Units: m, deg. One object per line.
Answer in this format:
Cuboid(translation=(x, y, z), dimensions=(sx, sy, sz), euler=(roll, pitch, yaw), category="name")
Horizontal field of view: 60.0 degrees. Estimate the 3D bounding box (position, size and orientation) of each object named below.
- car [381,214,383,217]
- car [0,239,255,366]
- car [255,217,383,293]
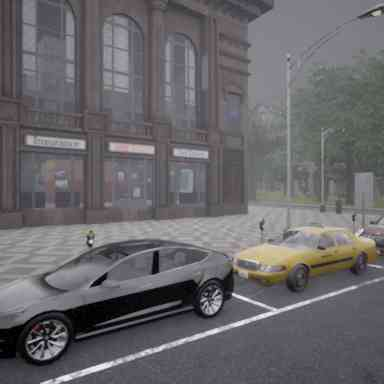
Cuboid(translation=(7.676, 1.436, 12.144), dimensions=(4.097, 1.590, 1.967), euler=(0, 0, -36), category="car")
Cuboid(translation=(-1.170, 1.565, 5.818), dimensions=(4.313, 1.339, 1.947), euler=(0, 0, -36), category="car")
Cuboid(translation=(3.115, 1.523, 8.882), dimensions=(4.829, 1.417, 1.752), euler=(0, 0, -36), category="car")
